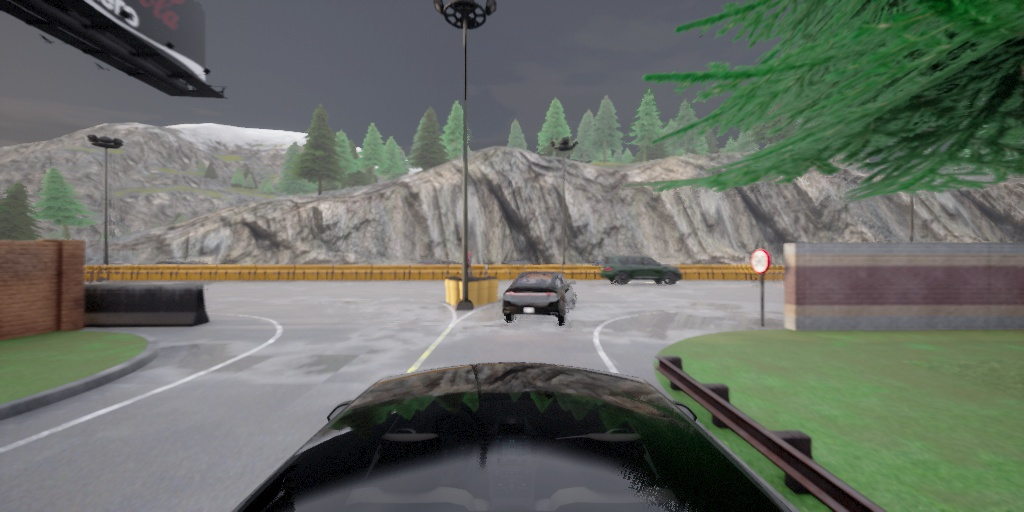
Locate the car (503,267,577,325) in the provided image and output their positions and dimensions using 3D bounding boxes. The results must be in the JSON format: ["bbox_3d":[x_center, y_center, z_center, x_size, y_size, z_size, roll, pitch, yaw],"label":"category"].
[{"bbox_3d":[1.061,1.269,12.152,2.128,1.511,4.902,0,0,14],"label":"car"}]

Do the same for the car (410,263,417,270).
[{"bbox_3d":[-11.039,1.150,46.422,4.553,1.767,2.097,0,0,-1],"label":"car"}]

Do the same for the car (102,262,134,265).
[{"bbox_3d":[-39.317,1.316,35.503,4.674,1.442,1.812,0,0,-1],"label":"car"}]

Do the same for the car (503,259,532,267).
[{"bbox_3d":[0.052,1.143,36.088,4.553,1.767,2.097,0,0,-1],"label":"car"}]

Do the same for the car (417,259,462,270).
[{"bbox_3d":[-8.349,1.301,42.961,4.892,1.490,1.837,0,0,-1],"label":"car"}]

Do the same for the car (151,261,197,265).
[{"bbox_3d":[-40.950,1.300,42.470,4.892,1.490,1.837,0,0,-1],"label":"car"}]

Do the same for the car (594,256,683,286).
[{"bbox_3d":[9.085,1.006,25.526,5.566,2.045,2.150,0,0,-1],"label":"car"}]

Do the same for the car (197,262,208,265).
[{"bbox_3d":[-41.416,1.361,45.980,4.181,1.385,1.994,0,0,-1],"label":"car"}]

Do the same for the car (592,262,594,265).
[{"bbox_3d":[13.188,1.019,46.804,5.566,2.045,2.150,0,0,-1],"label":"car"}]
